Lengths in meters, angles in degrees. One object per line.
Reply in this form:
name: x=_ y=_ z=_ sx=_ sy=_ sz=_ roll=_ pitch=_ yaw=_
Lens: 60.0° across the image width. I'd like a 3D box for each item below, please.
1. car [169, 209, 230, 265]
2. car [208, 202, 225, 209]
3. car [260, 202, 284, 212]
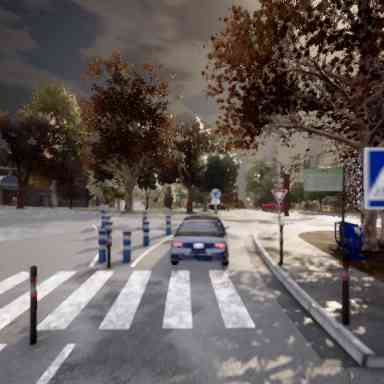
car: x=0.359 y=1.548 z=11.720 sx=2.033 sy=1.411 sz=5.357 roll=0 pitch=0 yaw=4
car: x=5.463 y=3.133 z=77.026 sx=2.097 sy=1.767 sz=4.553 roll=0 pitch=0 yaw=-42
car: x=16.507 y=2.977 z=67.587 sx=2.150 sy=2.045 sz=5.566 roll=0 pitch=0 yaw=-36
